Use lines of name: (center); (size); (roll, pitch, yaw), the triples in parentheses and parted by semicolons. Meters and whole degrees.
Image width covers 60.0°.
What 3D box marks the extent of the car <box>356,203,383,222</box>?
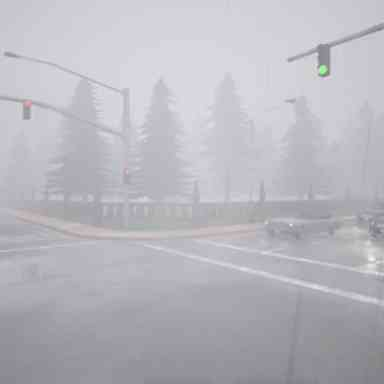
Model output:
car: (13.211, 1.495, 22.993); (4.902, 1.511, 2.128); (0, 0, -38)

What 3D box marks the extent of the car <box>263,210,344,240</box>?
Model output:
car: (5.844, 1.605, 17.298); (4.718, 1.301, 1.895); (0, 0, -38)

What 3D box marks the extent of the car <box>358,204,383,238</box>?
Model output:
car: (10.676, 1.494, 16.612); (4.902, 1.511, 2.128); (0, 0, -38)
